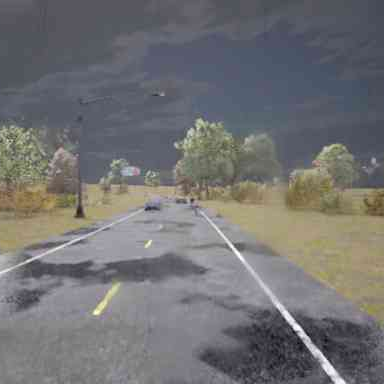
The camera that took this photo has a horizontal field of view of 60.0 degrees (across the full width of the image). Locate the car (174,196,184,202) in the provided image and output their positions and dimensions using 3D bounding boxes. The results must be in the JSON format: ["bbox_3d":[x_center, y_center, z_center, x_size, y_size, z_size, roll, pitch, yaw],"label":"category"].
[{"bbox_3d":[-3.019,1.530,76.261,1.895,1.301,4.718,0,0,-5],"label":"car"}]

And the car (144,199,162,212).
[{"bbox_3d":[-4.394,1.534,38.441,2.033,1.411,5.357,0,0,-2],"label":"car"}]

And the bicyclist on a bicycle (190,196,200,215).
[{"bbox_3d":[0.405,1.423,32.120,0.866,1.612,1.509,0,0,-2],"label":"bicyclist on a bicycle"}]

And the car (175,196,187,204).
[{"bbox_3d":[-1.992,1.481,62.226,1.812,1.442,4.674,0,0,-3],"label":"car"}]

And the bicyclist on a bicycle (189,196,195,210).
[{"bbox_3d":[0.015,1.350,41.971,0.659,1.776,1.843,0,0,-2],"label":"bicyclist on a bicycle"}]
